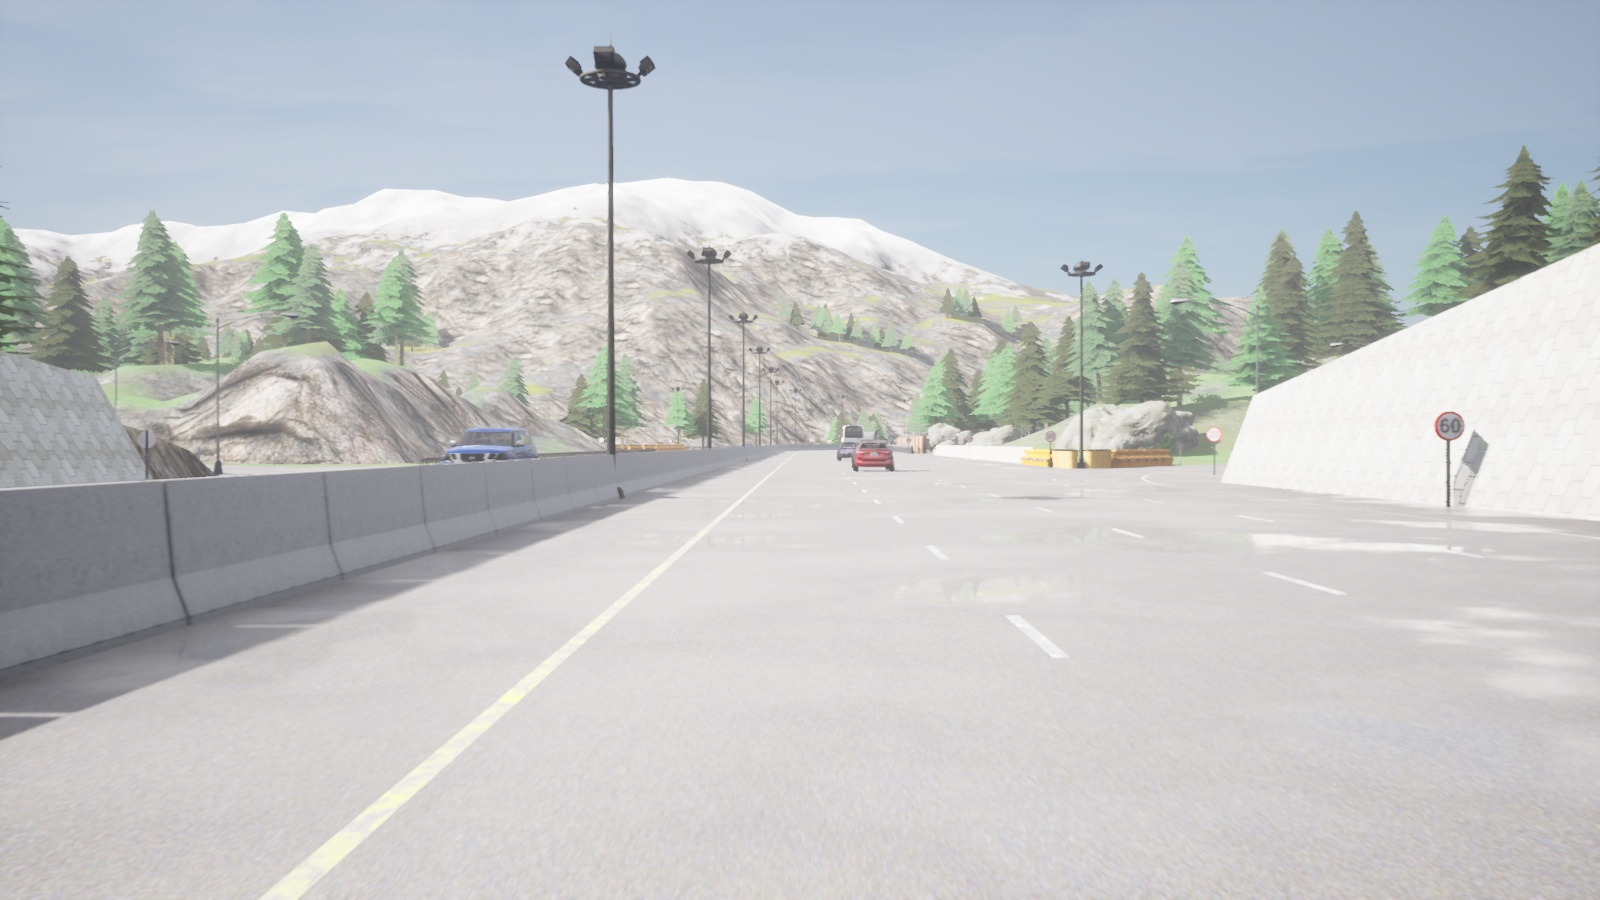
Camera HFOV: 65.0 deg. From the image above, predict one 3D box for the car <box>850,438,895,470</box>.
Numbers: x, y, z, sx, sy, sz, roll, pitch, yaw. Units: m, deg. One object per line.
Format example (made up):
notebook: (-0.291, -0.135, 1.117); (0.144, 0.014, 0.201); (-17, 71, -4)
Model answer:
car: (3.904, 0.209, 68.285); (2.242, 1.667, 4.611); (0, 0, 0)

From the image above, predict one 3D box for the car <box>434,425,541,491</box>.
car: (-10.248, 0.222, 41.639); (2.150, 2.045, 5.566); (0, 0, 0)
